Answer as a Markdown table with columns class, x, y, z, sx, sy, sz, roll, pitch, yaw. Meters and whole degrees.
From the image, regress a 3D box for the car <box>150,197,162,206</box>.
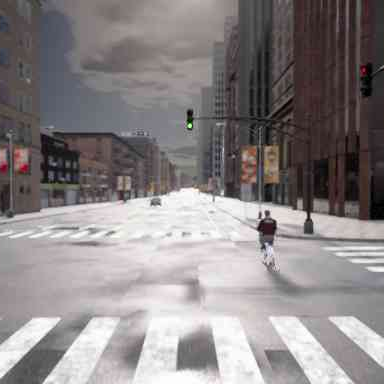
| class | x | y | z | sx | sy | sz | roll | pitch | yaw |
| --- | --- | --- | --- | --- | --- | --- | --- | --- | --- |
| car | -6.493 | 1.746 | 60.288 | 1.837 | 1.490 | 4.892 | 0 | 0 | 0 |

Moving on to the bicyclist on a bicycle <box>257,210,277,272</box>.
| class | x | y | z | sx | sy | sz | roll | pitch | yaw |
| --- | --- | --- | --- | --- | --- | --- | --- | --- | --- |
| bicyclist on a bicycle | 2.246 | 1.406 | 10.100 | 0.659 | 1.776 | 1.843 | 0 | 1 | 0 |
